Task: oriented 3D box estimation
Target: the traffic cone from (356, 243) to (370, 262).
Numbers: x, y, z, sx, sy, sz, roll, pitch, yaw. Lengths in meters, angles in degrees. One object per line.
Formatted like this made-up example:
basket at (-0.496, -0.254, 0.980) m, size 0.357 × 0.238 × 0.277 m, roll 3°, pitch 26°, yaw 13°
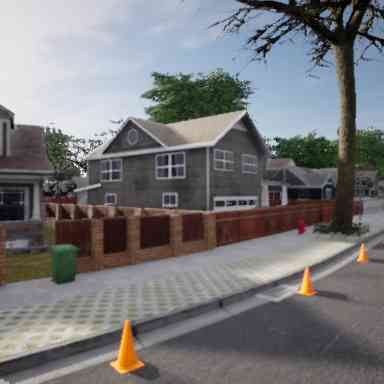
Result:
traffic cone at (5.741, 2.015, 11.164) m, size 0.340 × 0.580 × 0.340 m, roll -1°, pitch -1°, yaw 38°

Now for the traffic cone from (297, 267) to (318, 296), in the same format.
traffic cone at (2.627, 2.003, 7.580) m, size 0.340 × 0.580 × 0.340 m, roll -1°, pitch -1°, yaw 44°

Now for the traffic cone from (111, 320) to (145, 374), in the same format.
traffic cone at (-0.851, 1.996, 4.401) m, size 0.340 × 0.580 × 0.340 m, roll 0°, pitch -1°, yaw -39°
